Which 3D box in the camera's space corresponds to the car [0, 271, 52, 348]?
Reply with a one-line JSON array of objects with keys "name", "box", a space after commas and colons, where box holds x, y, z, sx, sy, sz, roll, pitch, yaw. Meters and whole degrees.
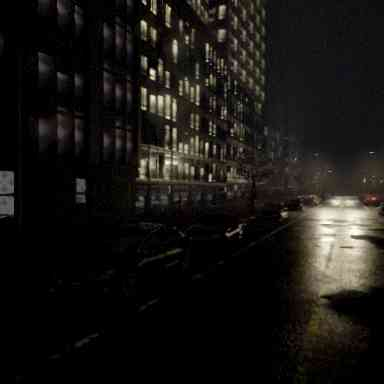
[{"name": "car", "box": [-3.781, 1.490, 2.966, 1.887, 1.381, 4.507, 0, 0, 25]}]

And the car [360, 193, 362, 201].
[{"name": "car", "box": [30.100, 1.175, 56.174, 2.192, 1.841, 5.009, 0, 0, 25]}]

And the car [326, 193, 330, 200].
[{"name": "car", "box": [27.273, 1.308, 70.010, 1.947, 1.339, 4.313, 0, 0, 25]}]

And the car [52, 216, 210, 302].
[{"name": "car", "box": [-1.393, 1.481, 8.123, 2.008, 1.369, 4.403, 0, 0, 25]}]

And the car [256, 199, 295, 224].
[{"name": "car", "box": [5.774, 1.435, 23.595, 2.008, 1.369, 4.403, 0, 0, 25]}]

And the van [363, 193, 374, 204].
[{"name": "van", "box": [32.489, 1.185, 61.330, 1.690, 1.788, 3.998, 0, 0, 25]}]

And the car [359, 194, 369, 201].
[{"name": "car", "box": [39.655, 1.235, 76.803, 1.967, 1.590, 4.097, 0, 0, 25]}]

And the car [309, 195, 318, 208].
[{"name": "car", "box": [15.329, 1.403, 44.224, 1.802, 1.307, 4.206, 0, 0, 25]}]

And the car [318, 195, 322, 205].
[{"name": "car", "box": [17.718, 1.246, 49.380, 1.967, 1.590, 4.097, 0, 0, 25]}]

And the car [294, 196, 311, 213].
[{"name": "car", "box": [10.552, 1.403, 33.909, 2.008, 1.369, 4.403, 0, 0, 25]}]

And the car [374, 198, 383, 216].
[{"name": "car", "box": [18.156, 1.489, 30.387, 2.008, 1.369, 4.403, 0, 0, 25]}]

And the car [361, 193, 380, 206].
[{"name": "car", "box": [27.711, 1.191, 51.016, 2.192, 1.841, 5.009, 0, 0, 25]}]

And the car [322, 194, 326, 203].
[{"name": "car", "box": [22.425, 1.300, 59.541, 1.752, 1.417, 4.829, 0, 0, 25]}]

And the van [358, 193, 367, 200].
[{"name": "van", "box": [42.043, 1.119, 81.959, 1.690, 1.788, 3.998, 0, 0, 25]}]

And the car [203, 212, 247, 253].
[{"name": "car", "box": [0.996, 1.497, 13.280, 1.802, 1.307, 4.206, 0, 0, 25]}]
